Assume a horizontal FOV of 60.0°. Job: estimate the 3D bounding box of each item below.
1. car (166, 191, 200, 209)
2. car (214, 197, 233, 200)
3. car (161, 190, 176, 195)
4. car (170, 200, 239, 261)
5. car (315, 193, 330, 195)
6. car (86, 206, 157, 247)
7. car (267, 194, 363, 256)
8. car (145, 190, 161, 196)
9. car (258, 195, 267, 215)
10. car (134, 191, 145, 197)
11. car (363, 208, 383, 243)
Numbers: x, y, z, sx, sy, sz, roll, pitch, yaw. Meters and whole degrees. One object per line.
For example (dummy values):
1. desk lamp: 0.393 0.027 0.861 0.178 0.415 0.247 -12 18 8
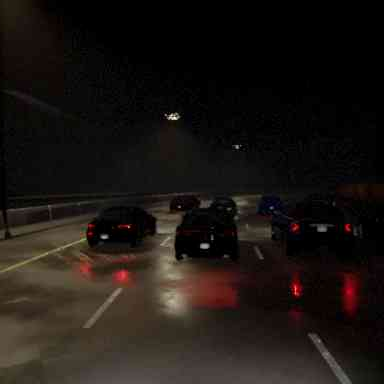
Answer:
1. car: -0.461 0.960 28.345 1.882 1.535 5.008 0 1 12
2. car: 2.312 1.100 24.503 2.033 1.411 5.357 0 1 11
3. car: -3.542 0.308 65.348 2.128 1.511 4.902 0 1 24
4. car: 0.591 1.267 11.464 1.882 1.535 5.008 0 1 6
5. car: 9.650 0.887 25.418 2.097 1.767 4.553 0 1 12
6. car: -2.700 1.277 13.518 1.812 1.442 4.674 0 1 6
7. car: 4.205 1.125 12.285 2.097 1.767 4.553 0 1 6
8. car: -6.745 0.330 66.786 2.033 1.411 5.357 0 1 24
9. car: 6.455 0.980 27.218 1.882 1.535 5.008 0 1 12
10. car: -9.930 0.355 68.245 1.895 1.301 4.718 0 1 23
11. car: 7.706 1.282 12.157 1.837 1.490 4.892 0 1 6
